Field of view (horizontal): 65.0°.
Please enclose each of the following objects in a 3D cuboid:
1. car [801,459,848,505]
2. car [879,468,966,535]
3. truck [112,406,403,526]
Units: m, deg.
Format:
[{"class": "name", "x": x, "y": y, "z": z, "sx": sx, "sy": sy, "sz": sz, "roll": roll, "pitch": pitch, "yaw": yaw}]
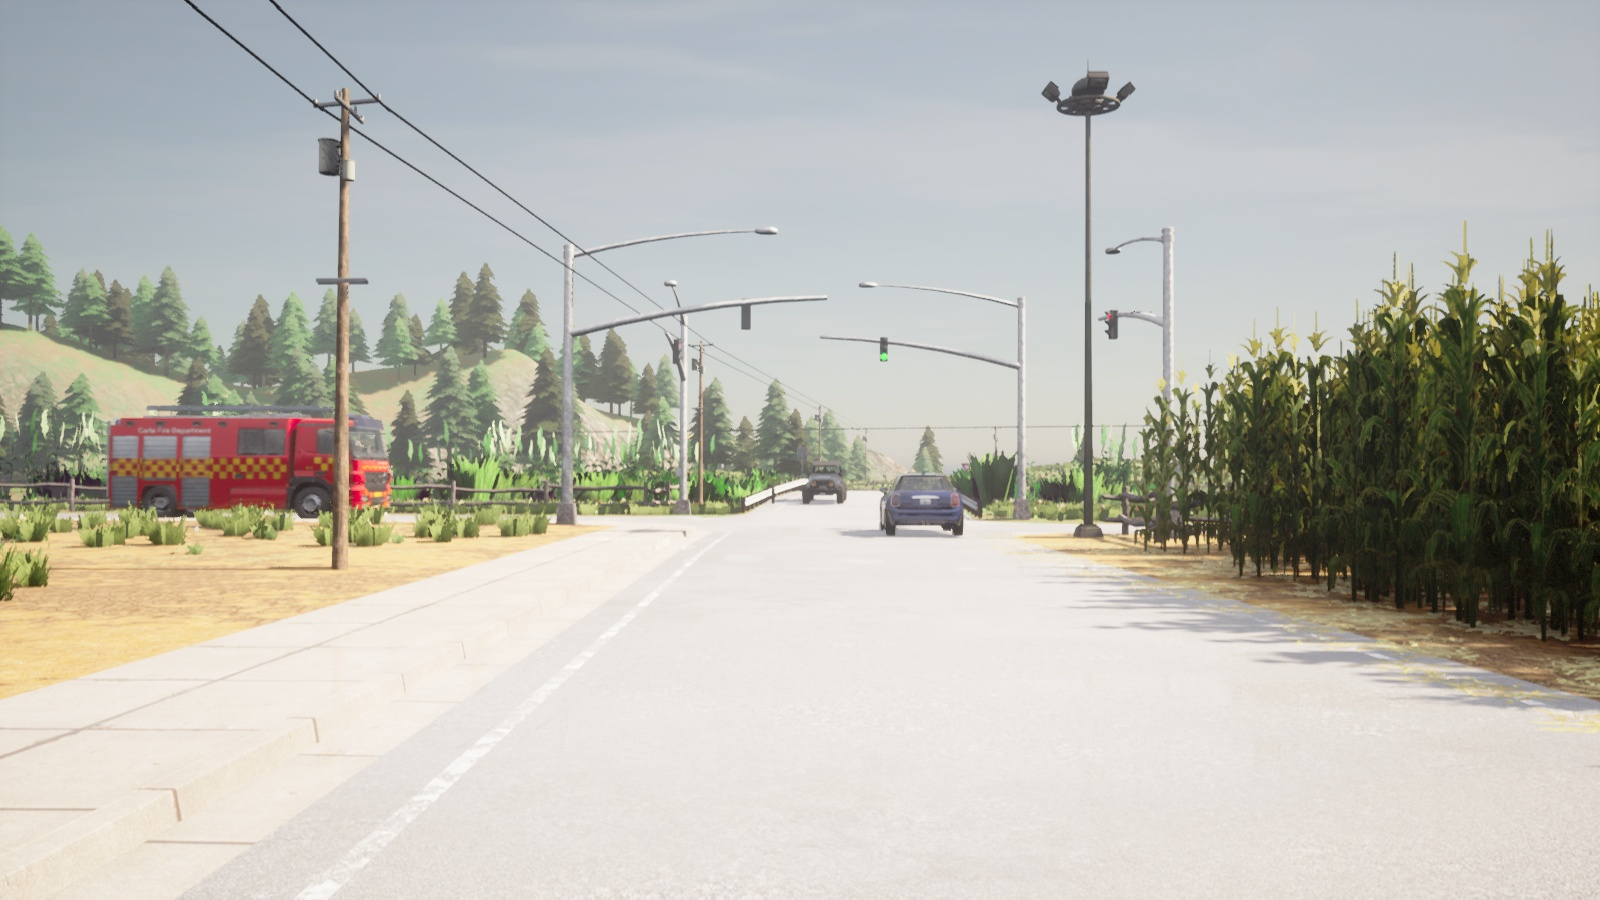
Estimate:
[{"class": "car", "x": 1.191, "y": 1.468, "z": 58.886, "sx": 1.905, "sy": 1.878, "sz": 3.866, "roll": 0, "pitch": 2, "yaw": 5}, {"class": "car", "x": 3.366, "y": 1.406, "z": 35.367, "sx": 2.097, "sy": 1.767, "sz": 4.553, "roll": 0, "pitch": -1, "yaw": 1}, {"class": "truck", "x": -17.929, "y": 0.563, "z": 41.865, "sx": 8.468, "sy": 3.827, "sz": 2.891, "roll": 0, "pitch": -1, "yaw": 2}]
